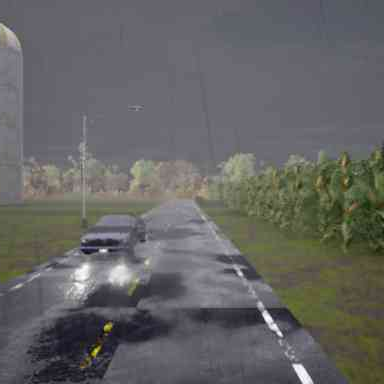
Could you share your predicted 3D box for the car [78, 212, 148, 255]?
[{"bbox_3d":[-2.943,1.564,13.657,2.033,1.411,5.357,0,0,0],"label":"car"}]
